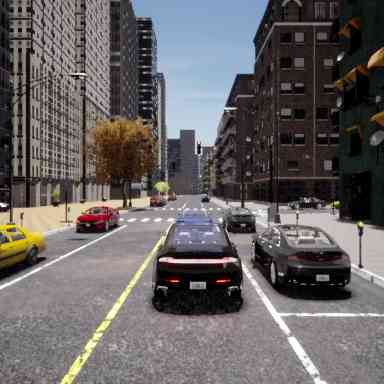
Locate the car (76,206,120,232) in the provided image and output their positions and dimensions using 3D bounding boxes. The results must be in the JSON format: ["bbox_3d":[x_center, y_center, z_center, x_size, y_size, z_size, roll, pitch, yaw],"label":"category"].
[{"bbox_3d":[-5.602,1.549,20.198,1.887,1.381,4.507,0,0,0],"label":"car"}]

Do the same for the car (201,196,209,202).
[{"bbox_3d":[3.049,1.599,80.332,1.752,1.417,4.829,0,0,0],"label":"car"}]

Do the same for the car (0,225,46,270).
[{"bbox_3d":[-5.653,1.526,8.963,1.752,1.417,4.829,0,0,0],"label":"car"}]

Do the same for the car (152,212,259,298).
[{"bbox_3d":[0.126,1.492,8.496,2.128,1.511,4.902,0,0,0],"label":"car"}]

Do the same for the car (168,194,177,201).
[{"bbox_3d":[-5.284,1.410,91.246,2.192,1.841,5.009,0,0,0],"label":"car"}]

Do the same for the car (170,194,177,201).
[{"bbox_3d":[-5.308,1.649,85.724,1.947,1.339,4.313,0,0,0],"label":"car"}]

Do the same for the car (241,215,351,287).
[{"bbox_3d":[2.728,1.552,9.095,2.008,1.369,4.403,0,0,0],"label":"car"}]

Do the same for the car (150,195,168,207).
[{"bbox_3d":[-5.457,1.349,52.586,2.192,1.841,5.009,0,0,0],"label":"car"}]

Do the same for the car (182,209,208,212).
[{"bbox_3d":[0.159,1.605,18.613,1.895,1.301,4.718,0,0,1],"label":"car"}]

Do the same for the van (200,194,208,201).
[{"bbox_3d":[3.072,1.425,85.686,1.690,1.788,3.998,0,0,0],"label":"van"}]

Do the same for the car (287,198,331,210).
[{"bbox_3d":[13.602,1.359,39.518,4.403,1.369,2.008,-1,1,0],"label":"car"}]

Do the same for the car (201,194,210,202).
[{"bbox_3d":[3.023,1.630,74.639,1.947,1.339,4.313,0,0,0],"label":"car"}]

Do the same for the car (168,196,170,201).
[{"bbox_3d":[-5.432,1.607,58.109,1.947,1.339,4.313,0,0,0],"label":"car"}]

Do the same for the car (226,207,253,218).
[{"bbox_3d":[2.778,1.555,20.161,2.008,1.369,4.403,0,0,0],"label":"car"}]

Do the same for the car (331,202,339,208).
[{"bbox_3d":[18.999,1.259,39.548,4.829,1.417,1.752,-1,1,0],"label":"car"}]
